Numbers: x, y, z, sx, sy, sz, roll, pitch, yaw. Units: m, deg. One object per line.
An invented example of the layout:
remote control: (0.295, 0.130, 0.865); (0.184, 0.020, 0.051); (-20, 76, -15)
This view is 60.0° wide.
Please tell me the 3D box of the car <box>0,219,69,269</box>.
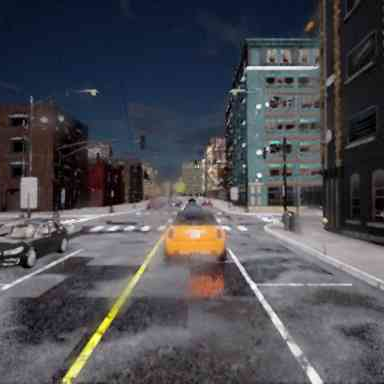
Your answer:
car: (-5.676, 1.637, 11.458); (2.008, 1.369, 4.403); (1, 0, 0)

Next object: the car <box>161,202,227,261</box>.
car: (0.101, 1.448, 12.870); (2.097, 1.767, 4.553); (0, 0, 0)

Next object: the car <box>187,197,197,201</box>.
car: (0.009, 2.062, 77.082); (1.837, 1.490, 4.892); (0, 0, 0)

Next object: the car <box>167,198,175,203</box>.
car: (-5.667, 2.243, 89.214); (1.802, 1.307, 4.206); (1, 0, 0)

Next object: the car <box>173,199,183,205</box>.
car: (-2.993, 2.135, 73.013); (1.895, 1.301, 4.718); (0, 0, 0)

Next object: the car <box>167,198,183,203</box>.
car: (-3.044, 1.920, 57.984); (2.128, 1.511, 4.902); (0, 0, 0)

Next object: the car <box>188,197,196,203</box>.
car: (0.009, 2.006, 87.509); (2.128, 1.511, 4.902); (0, 0, 0)

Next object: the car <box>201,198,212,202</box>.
car: (2.712, 1.890, 60.842); (1.967, 1.590, 4.097); (1, 0, 0)

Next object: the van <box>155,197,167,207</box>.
van: (-5.666, 1.791, 60.783); (1.690, 1.788, 3.998); (1, 0, 0)

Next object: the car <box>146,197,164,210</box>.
car: (-5.747, 1.911, 49.413); (1.887, 1.381, 4.507); (1, 0, 0)

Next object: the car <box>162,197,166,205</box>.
car: (-5.671, 1.953, 55.095); (1.887, 1.381, 4.507); (1, 0, 0)
